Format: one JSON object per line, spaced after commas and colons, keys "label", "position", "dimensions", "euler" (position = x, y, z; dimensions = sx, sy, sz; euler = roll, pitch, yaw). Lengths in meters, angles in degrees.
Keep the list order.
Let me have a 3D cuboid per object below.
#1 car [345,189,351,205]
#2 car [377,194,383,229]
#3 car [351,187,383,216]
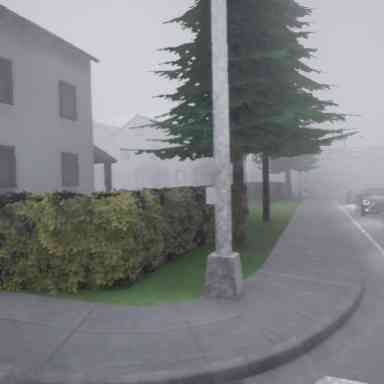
{"label": "car", "position": [14.992, 0.368, 30.084], "dimensions": [1.994, 1.385, 4.181], "euler": [-1, 2, 21]}
{"label": "car", "position": [8.365, 0.984, 12.291], "dimensions": [1.812, 1.442, 4.674], "euler": [-1, 2, 21]}
{"label": "car", "position": [11.476, 0.502, 20.692], "dimensions": [2.097, 1.767, 4.553], "euler": [-1, 2, 20]}
